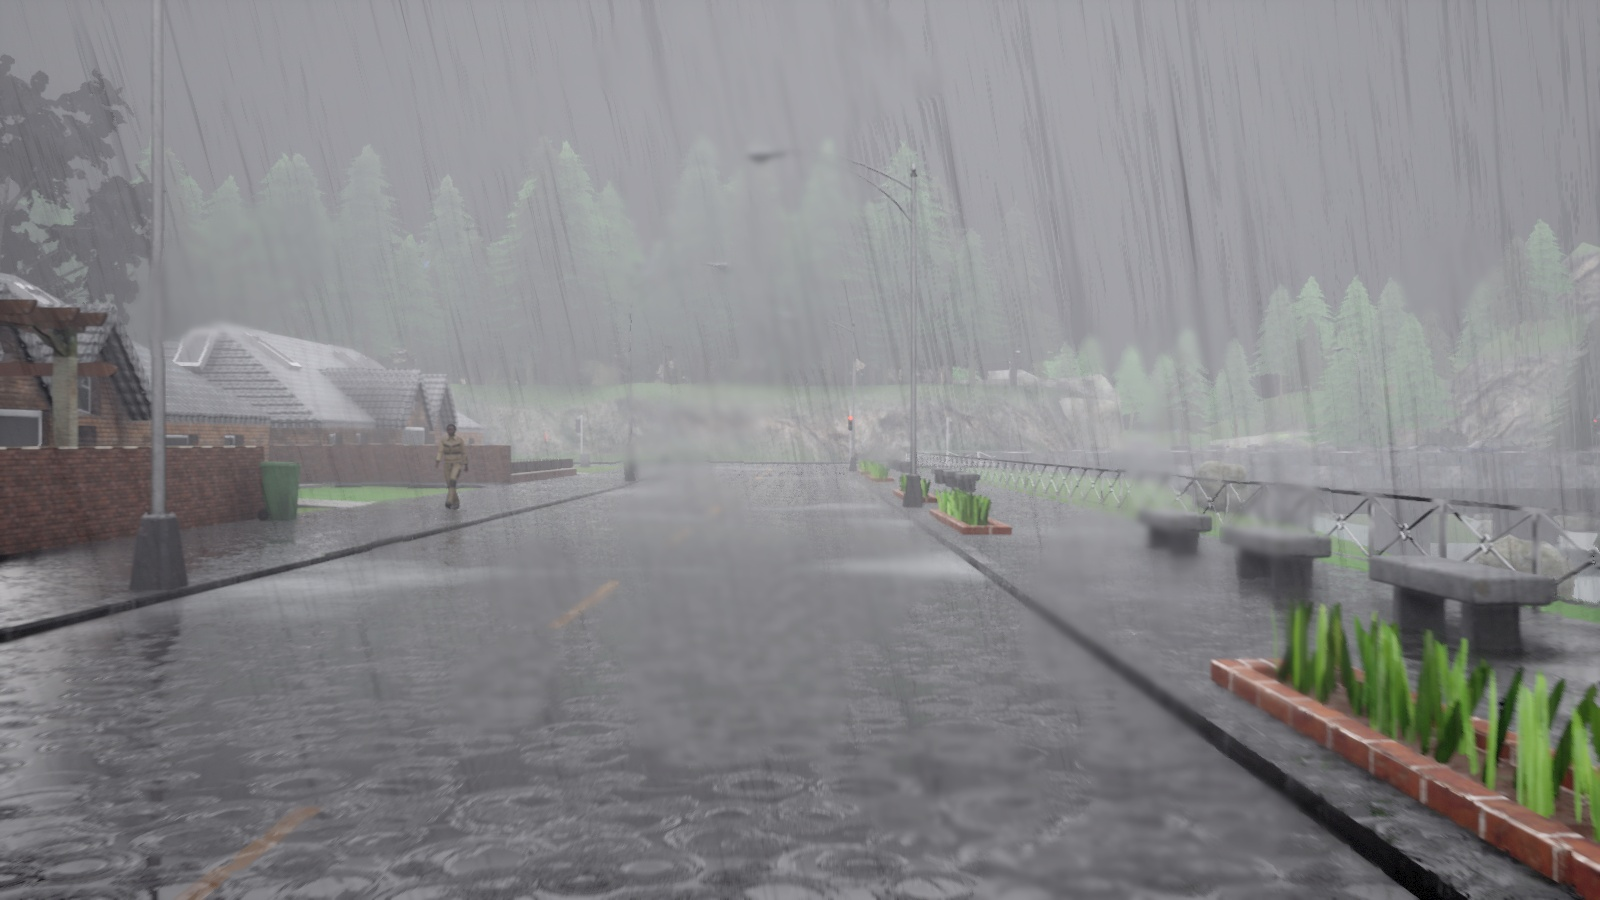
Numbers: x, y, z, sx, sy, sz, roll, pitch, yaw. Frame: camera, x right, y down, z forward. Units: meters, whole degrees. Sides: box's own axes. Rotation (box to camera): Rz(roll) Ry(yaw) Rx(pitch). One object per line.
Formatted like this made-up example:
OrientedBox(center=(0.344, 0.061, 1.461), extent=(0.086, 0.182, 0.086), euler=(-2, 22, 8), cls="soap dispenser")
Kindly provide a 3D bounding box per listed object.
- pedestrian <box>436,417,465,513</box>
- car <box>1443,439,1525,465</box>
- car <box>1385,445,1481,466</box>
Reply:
OrientedBox(center=(-7.142, 0.306, 25.676), extent=(0.396, 1.930, 0.692), euler=(0, 0, 1), cls="pedestrian")
OrientedBox(center=(47.468, 0.152, 87.224), extent=(4.553, 1.767, 2.097), euler=(0, 0, 1), cls="car")
OrientedBox(center=(41.935, 0.358, 83.260), extent=(5.357, 1.411, 2.033), euler=(0, 0, 0), cls="car")
